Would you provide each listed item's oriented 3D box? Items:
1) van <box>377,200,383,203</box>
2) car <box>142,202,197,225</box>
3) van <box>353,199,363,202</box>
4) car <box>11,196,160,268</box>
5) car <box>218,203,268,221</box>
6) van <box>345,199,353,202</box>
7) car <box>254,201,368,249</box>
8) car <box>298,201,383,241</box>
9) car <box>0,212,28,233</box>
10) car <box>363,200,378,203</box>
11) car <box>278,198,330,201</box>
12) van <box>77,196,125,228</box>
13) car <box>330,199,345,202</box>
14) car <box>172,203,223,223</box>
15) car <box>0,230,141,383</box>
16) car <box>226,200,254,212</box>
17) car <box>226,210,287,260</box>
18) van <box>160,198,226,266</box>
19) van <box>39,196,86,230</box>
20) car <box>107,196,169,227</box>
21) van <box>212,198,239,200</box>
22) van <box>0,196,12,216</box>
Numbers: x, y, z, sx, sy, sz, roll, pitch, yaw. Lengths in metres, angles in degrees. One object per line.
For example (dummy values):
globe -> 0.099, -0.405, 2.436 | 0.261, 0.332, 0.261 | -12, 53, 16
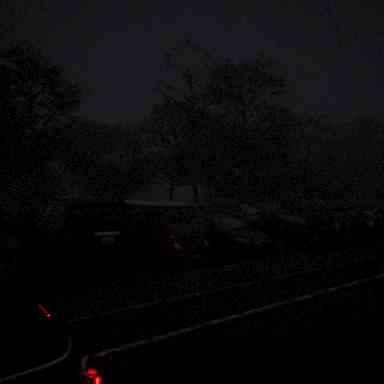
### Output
van -> 22.980, 1.992, 44.540 | 1.878, 1.987, 4.442 | 1, -1, -36
car -> -1.907, 1.657, 26.930 | 2.097, 1.535, 5.008 | 1, -1, -35
van -> 18.326, 1.888, 41.499 | 1.878, 1.987, 4.442 | 1, -1, -35
car -> -3.476, 1.201, 9.792 | 2.435, 2.045, 5.566 | 1, -1, -35
car -> 4.753, 1.847, 31.686 | 2.002, 1.452, 4.674 | 1, -1, -35
van -> 16.205, 1.837, 39.702 | 1.878, 1.987, 4.442 | 1, -1, -35
car -> 5.598, 1.530, 16.186 | 2.185, 1.767, 4.553 | 1, -1, -35
car -> 7.858, 1.580, 17.797 | 2.185, 1.767, 4.553 | 1, -1, -35
car -> -5.721, 1.460, 8.194 | 2.163, 1.488, 4.792 | 1, 0, -35
car -> 20.642, 2.164, 43.014 | 2.097, 1.535, 5.008 | 1, -1, -35
car -> 11.644, 1.710, 36.560 | 2.435, 2.045, 5.566 | 1, -1, -35
van -> -6.588, 1.327, 23.745 | 1.878, 1.987, 4.442 | 1, -1, -35
car -> 13.899, 1.761, 38.167 | 2.435, 2.045, 5.566 | 1, -1, -35
car -> 0.347, 1.748, 28.540 | 2.002, 1.452, 4.674 | 1, -1, -35
car -> -2.782, 1.340, 1.700 | 4.553, 1.767, 2.097 | 1, 0, -36
car -> 1.523, 1.494, 18.772 | 4.553, 1.767, 2.097 | 1, -1, -35
car -> 1.055, 1.594, 12.990 | 2.002, 1.452, 4.674 | 1, -1, -35
van -> -1.132, 1.277, 11.284 | 1.878, 1.987, 4.442 | 1, -1, -35
van -> -8.741, 1.279, 22.210 | 1.878, 1.987, 4.442 | 1, -1, -35
car -> -4.247, 1.353, 25.234 | 2.435, 2.045, 5.566 | 1, -1, -35
van -> 2.434, 1.530, 30.174 | 1.878, 1.987, 4.442 | 1, -1, -35
van -> -10.970, 1.226, 20.335 | 1.878, 1.987, 4.442 | 1, 0, -35
